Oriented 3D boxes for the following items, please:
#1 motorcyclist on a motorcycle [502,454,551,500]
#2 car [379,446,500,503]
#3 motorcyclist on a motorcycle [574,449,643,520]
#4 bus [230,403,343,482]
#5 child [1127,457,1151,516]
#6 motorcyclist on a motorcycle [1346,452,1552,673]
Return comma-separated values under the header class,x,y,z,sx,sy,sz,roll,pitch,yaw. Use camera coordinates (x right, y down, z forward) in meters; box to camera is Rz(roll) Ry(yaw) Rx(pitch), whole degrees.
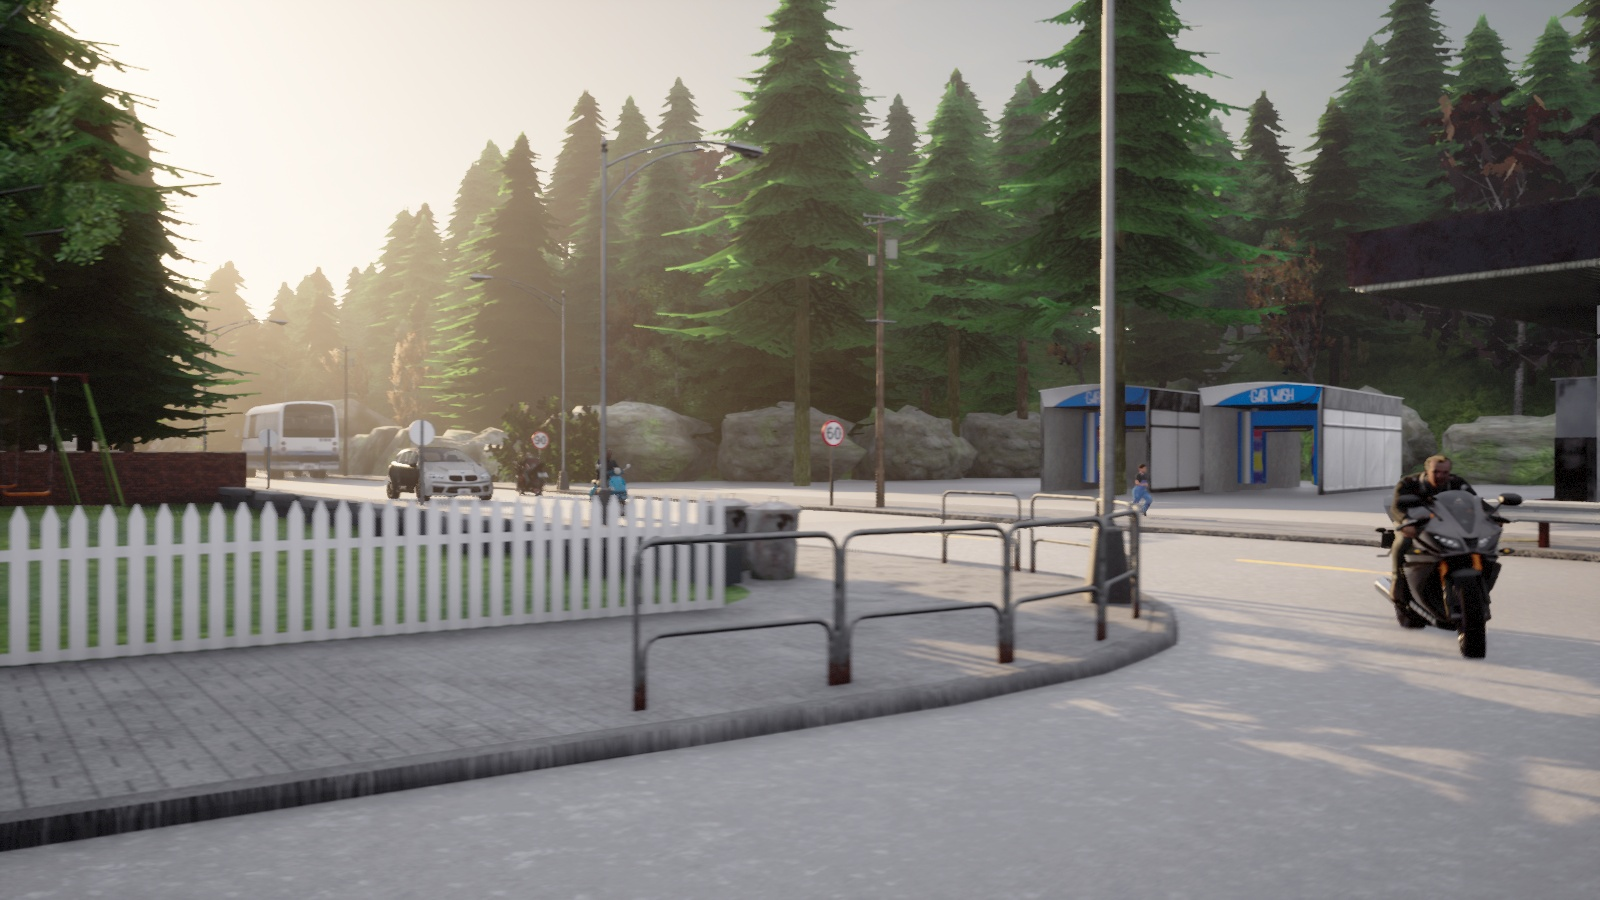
class,x,y,z,sx,sy,sz,roll,pitch,yaw
motorcyclist on a motorcycle,-9.472,0.911,43.467,0.866,1.530,2.191,0,0,-35
car,-11.266,0.713,39.046,2.242,1.667,4.611,0,0,-35
motorcyclist on a motorcycle,-4.485,0.783,29.317,0.866,1.590,1.817,0,0,-35
bus,-29.995,-0.381,72.963,3.944,4.253,10.273,0,0,-35
child,7.305,0.787,27.083,0.270,1.263,0.437,0,0,-30
motorcyclist on a motorcycle,5.012,0.795,9.885,0.866,1.530,2.191,-2,0,12
